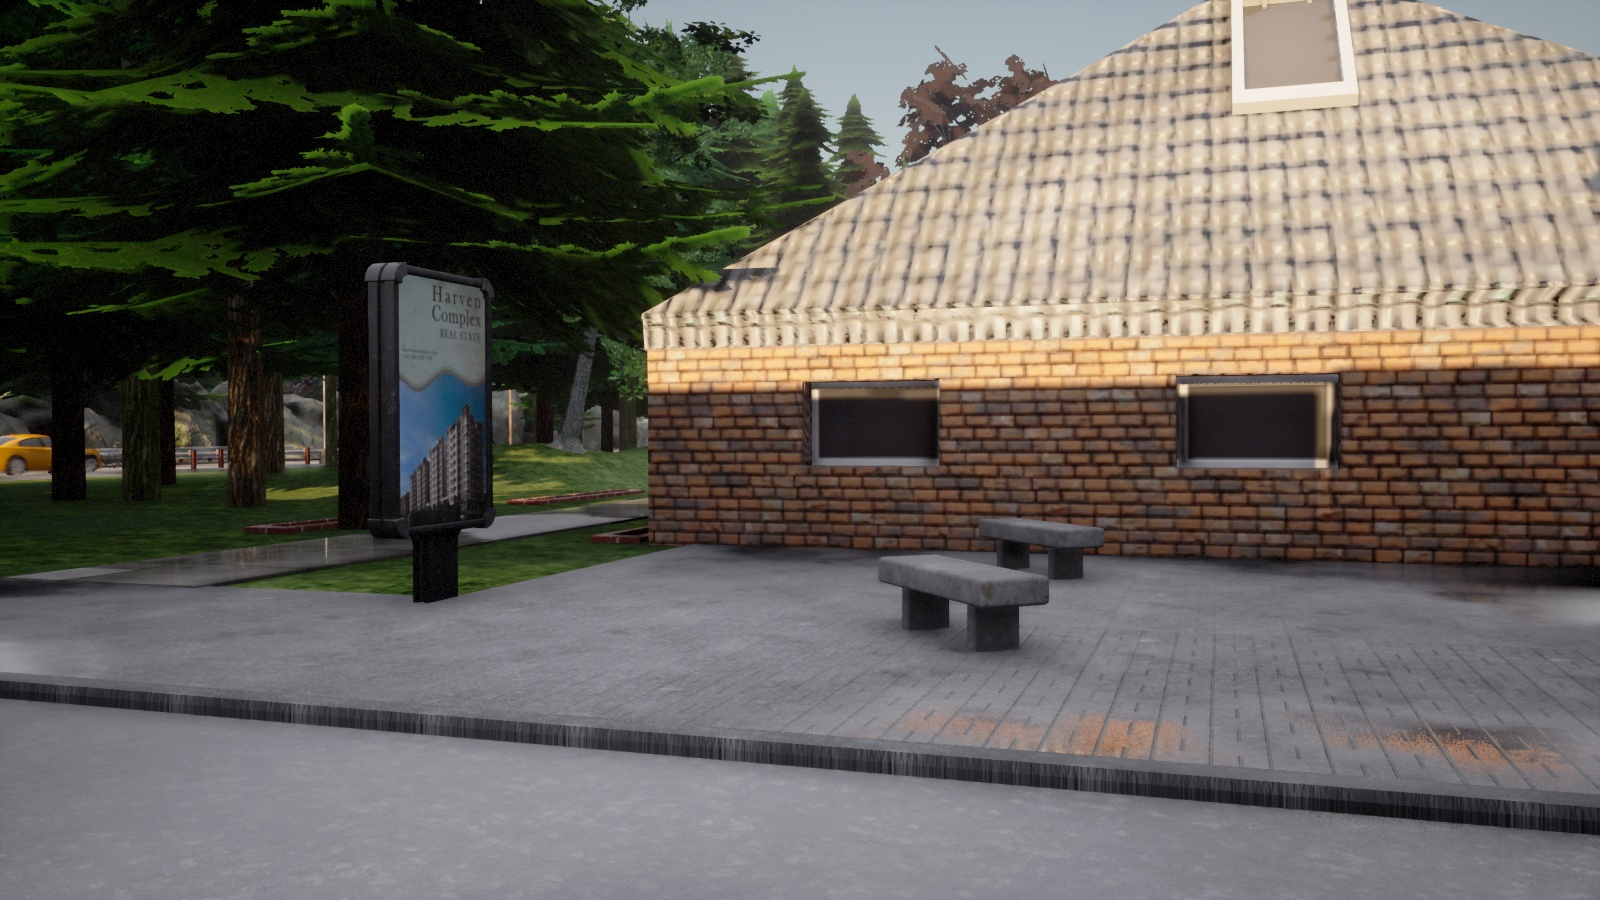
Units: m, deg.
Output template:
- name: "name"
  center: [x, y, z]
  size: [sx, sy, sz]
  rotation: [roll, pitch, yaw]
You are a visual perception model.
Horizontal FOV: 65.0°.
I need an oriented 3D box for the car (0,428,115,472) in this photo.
- name: "car"
  center: [-28.098, -0.043, 46.314]
  size: [1.882, 1.535, 5.008]
  rotation: [1, 1, 18]
